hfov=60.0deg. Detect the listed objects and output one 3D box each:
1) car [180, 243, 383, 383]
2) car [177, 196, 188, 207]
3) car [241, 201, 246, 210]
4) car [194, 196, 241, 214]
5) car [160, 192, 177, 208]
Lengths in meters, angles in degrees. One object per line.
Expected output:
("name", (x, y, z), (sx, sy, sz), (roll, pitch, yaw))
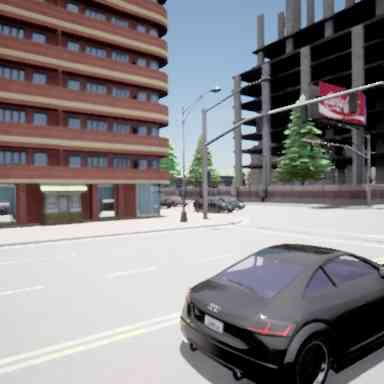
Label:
("car", (1.892, 1.503, 5.112), (4.181, 1.385, 1.994), (-1, 1, -35))
("car", (-2.391, 1.202, 44.243), (1.812, 1.442, 4.674), (-1, 1, -36))
("car", (3.647, 1.167, 35.904), (2.128, 1.511, 4.902), (-1, 0, -36))
("car", (2.108, 1.229, 32.065), (1.837, 1.490, 4.892), (-1, 0, -36))
("car", (-4.585, 0.946, 41.294), (2.150, 2.045, 5.566), (-1, 1, -37))
